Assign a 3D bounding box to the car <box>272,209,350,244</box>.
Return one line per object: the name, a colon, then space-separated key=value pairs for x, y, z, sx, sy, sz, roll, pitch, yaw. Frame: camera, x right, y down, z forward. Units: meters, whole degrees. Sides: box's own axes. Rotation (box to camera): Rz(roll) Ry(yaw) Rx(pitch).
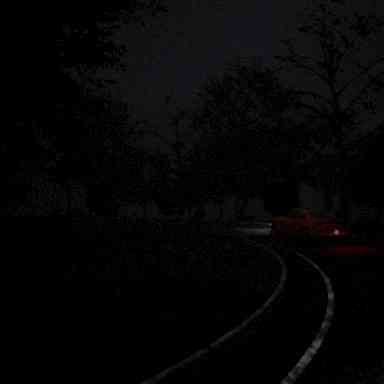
car: x=5.764 y=1.609 z=16.830 sx=1.882 sy=1.535 sz=5.008 roll=0 pitch=-1 yaw=-12
